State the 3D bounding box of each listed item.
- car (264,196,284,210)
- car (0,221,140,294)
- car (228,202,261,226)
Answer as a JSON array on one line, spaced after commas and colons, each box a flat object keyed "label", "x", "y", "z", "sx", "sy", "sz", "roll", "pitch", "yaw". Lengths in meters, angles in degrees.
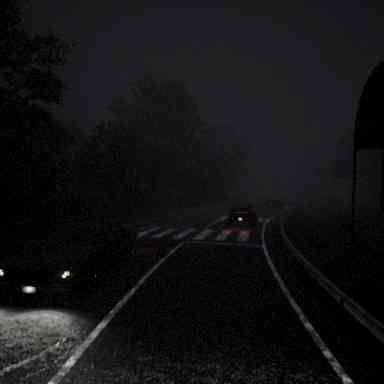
[{"label": "car", "x": 10.132, "y": 1.281, "z": 40.984, "sx": 1.882, "sy": 1.535, "sz": 5.008, "roll": 2, "pitch": 1, "yaw": 23}, {"label": "car", "x": -2.932, "y": 1.545, "z": 9.240, "sx": 2.033, "sy": 1.411, "sz": 5.357, "roll": 1, "pitch": 0, "yaw": 7}, {"label": "car", "x": 3.717, "y": 1.472, "z": 23.614, "sx": 1.837, "sy": 1.490, "sz": 4.892, "roll": 1, "pitch": 0, "yaw": 15}]
